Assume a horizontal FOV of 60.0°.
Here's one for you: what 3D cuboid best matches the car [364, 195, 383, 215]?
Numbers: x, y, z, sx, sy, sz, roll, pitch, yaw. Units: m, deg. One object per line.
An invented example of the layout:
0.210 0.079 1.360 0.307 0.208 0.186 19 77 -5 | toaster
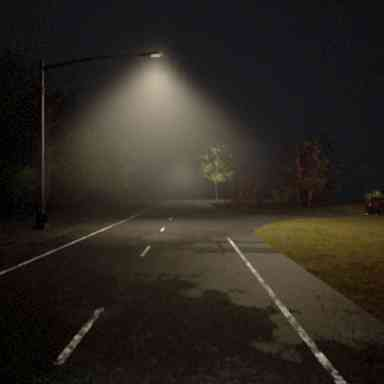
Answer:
18.181 1.176 30.020 4.553 1.767 2.097 0 -1 0 | car
